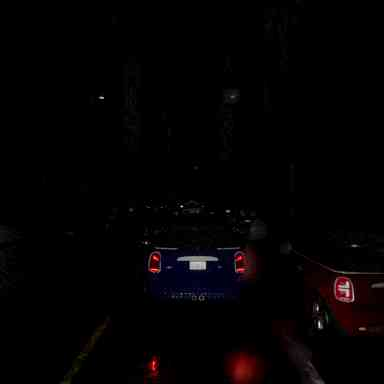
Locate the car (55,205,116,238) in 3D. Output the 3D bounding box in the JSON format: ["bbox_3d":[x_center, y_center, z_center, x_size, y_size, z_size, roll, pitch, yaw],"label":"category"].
[{"bbox_3d":[-5.659,1.567,17.595,1.947,1.339,4.313,0,0,0],"label":"car"}]

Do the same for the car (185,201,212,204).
[{"bbox_3d":[0.108,1.479,17.437,1.882,1.535,5.008,0,0,0],"label":"car"}]

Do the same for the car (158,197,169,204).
[{"bbox_3d":[-5.591,1.626,65.701,1.802,1.307,4.206,0,0,0],"label":"car"}]

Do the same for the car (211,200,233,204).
[{"bbox_3d":[2.874,1.569,28.592,1.947,1.339,4.313,0,0,0],"label":"car"}]

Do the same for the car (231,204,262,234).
[{"bbox_3d":[2.866,1.552,17.589,2.008,1.369,4.403,0,0,0],"label":"car"}]

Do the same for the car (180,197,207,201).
[{"bbox_3d":[0.019,1.460,27.459,1.801,1.575,5.366,0,0,0],"label":"car"}]

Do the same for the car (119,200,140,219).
[{"bbox_3d":[-5.652,1.444,28.598,1.967,1.590,4.097,0,0,0],"label":"car"}]

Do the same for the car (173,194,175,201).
[{"bbox_3d":[-5.563,1.617,76.518,2.008,1.369,4.403,0,0,0],"label":"car"}]

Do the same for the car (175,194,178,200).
[{"bbox_3d":[-5.523,1.638,92.573,1.752,1.417,4.829,0,0,0],"label":"car"}]

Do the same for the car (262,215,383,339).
[{"bbox_3d":[2.858,1.440,6.586,1.967,1.590,4.097,0,0,0],"label":"car"}]

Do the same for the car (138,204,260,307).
[{"bbox_3d":[0.105,1.352,8.157,2.097,1.767,4.553,0,0,0],"label":"car"}]

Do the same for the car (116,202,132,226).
[{"bbox_3d":[-5.656,1.584,23.097,1.802,1.307,4.206,0,0,0],"label":"car"}]

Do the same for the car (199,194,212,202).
[{"bbox_3d":[2.934,1.484,65.682,1.967,1.590,4.097,0,0,0],"label":"car"}]

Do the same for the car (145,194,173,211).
[{"bbox_3d":[-2.981,1.158,29.369,1.837,1.490,4.892,0,0,0],"label":"car"}]
